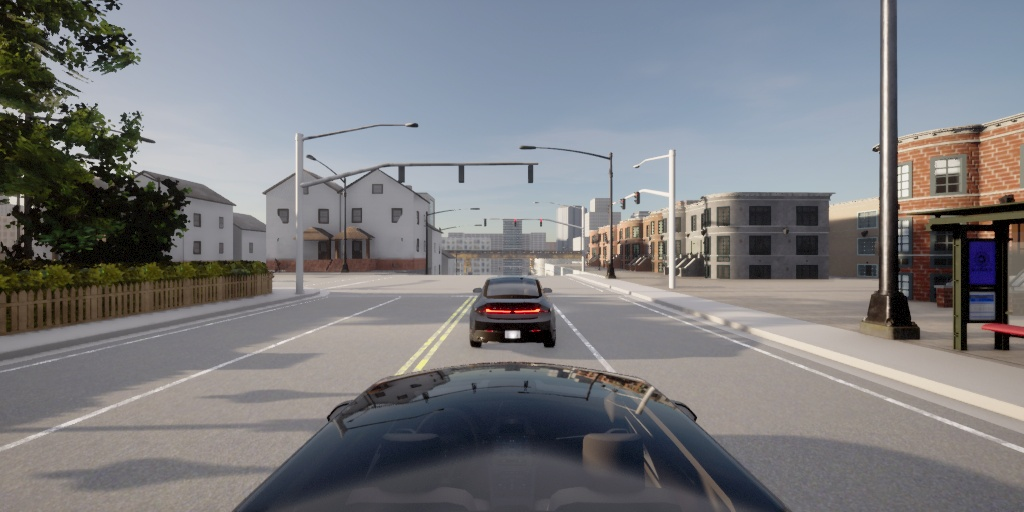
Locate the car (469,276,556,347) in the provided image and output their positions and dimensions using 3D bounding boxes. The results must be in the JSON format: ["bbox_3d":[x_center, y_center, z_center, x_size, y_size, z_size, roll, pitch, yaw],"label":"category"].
[{"bbox_3d":[0.015,1.255,9.284,1.837,1.490,4.892,0,0,0],"label":"car"}]

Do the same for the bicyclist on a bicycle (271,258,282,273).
[{"bbox_3d":[-25.504,1.053,38.840,0.582,1.620,1.656,0,0,0],"label":"bicyclist on a bicycle"}]

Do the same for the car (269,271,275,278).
[{"bbox_3d":[-21.611,1.297,27.865,5.357,1.411,2.033,0,0,0],"label":"car"}]
